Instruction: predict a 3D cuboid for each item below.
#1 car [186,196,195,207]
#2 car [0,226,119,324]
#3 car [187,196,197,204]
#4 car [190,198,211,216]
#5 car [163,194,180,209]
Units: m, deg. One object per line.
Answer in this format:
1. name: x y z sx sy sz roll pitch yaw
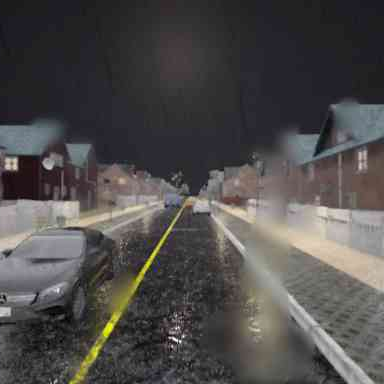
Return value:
1. car: -0.021 1.609 52.711 1.882 1.535 5.008 0 0 0
2. car: -2.853 1.536 7.301 1.812 1.442 4.674 0 0 0
3. car: -0.027 1.641 67.811 1.837 1.490 4.892 0 0 0
4. car: 0.949 1.598 34.025 1.812 1.442 4.674 0 0 0
5. car: -2.851 1.337 47.932 2.150 2.045 5.566 0 0 0
